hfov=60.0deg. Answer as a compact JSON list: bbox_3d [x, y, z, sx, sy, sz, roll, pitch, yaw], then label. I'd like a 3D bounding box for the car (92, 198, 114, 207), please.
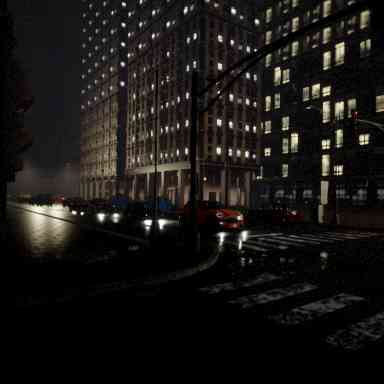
[{"bbox_3d":[-13.874,1.586,51.574,1.947,1.339,4.313,1,-1,-35],"label":"car"}]

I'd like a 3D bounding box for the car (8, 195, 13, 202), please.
[{"bbox_3d":[-37.066,1.396,69.740,1.947,1.339,4.313,1,-1,-35],"label":"car"}]

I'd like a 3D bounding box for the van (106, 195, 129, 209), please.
[{"bbox_3d":[-10.597,1.368,46.973,1.690,1.788,3.998,1,-1,-35],"label":"van"}]

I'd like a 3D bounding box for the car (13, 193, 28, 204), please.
[{"bbox_3d":[-30.517,1.154,60.534,2.192,1.841,5.009,1,-1,-35],"label":"car"}]

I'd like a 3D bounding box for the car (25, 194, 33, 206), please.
[{"bbox_3d":[-23.976,1.432,51.323,1.802,1.307,4.206,1,-1,-35],"label":"car"}]

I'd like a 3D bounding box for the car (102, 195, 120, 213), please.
[{"bbox_3d":[-9.961,1.402,36.090,1.882,1.535,5.008,1,-1,-36],"label":"car"}]

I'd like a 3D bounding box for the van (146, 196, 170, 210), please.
[{"bbox_3d":[-4.052,1.382,37.764,1.690,1.788,3.998,1,-1,-35],"label":"van"}]

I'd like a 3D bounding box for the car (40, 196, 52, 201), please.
[{"bbox_3d":[-36.783,1.570,83.801,1.802,1.307,4.206,1,-1,-35],"label":"car"}]

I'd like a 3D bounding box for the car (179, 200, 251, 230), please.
[{"bbox_3d":[1.111,1.303,20.509,2.097,1.767,4.553,1,-1,-35],"label":"car"}]

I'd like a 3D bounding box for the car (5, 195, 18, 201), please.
[{"bbox_3d":[-40.338,1.377,74.343,2.008,1.369,4.403,1,-1,-35],"label":"car"}]

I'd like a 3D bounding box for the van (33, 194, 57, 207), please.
[{"bbox_3d":[-20.699,1.197,46.722,1.690,1.788,3.998,1,-1,-35],"label":"van"}]

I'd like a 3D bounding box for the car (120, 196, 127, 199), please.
[{"bbox_3d":[-7.328,1.584,42.366,2.008,1.369,4.403,1,-1,-35],"label":"car"}]

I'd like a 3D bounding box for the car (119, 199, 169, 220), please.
[{"bbox_3d":[-4.094,1.502,27.822,1.994,1.385,4.181,1,-1,-35],"label":"car"}]

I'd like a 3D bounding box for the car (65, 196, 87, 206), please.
[{"bbox_3d":[-18.900,1.456,54.177,2.128,1.511,4.902,1,-1,-35],"label":"car"}]

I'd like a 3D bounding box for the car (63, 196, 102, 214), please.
[{"bbox_3d":[-10.885,1.427,32.908,2.008,1.369,4.403,1,-1,-35],"label":"car"}]

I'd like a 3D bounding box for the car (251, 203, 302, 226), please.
[{"bbox_3d":[5.765,1.505,23.952,1.967,1.590,4.097,1,-1,-35],"label":"car"}]

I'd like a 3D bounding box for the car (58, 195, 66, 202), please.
[{"bbox_3d":[-15.951,1.404,44.584,2.128,1.511,4.902,1,-1,-35],"label":"car"}]
